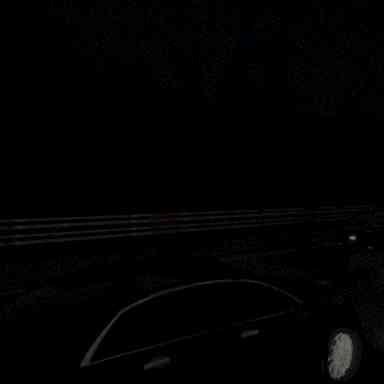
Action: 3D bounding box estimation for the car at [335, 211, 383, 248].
[{"bbox_3d":[7.931,1.541,13.692,5.008,1.535,1.882,0,0,-35],"label":"car"}]

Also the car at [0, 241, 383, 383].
[{"bbox_3d":[-0.002,1.515,3.741,4.892,1.490,1.837,0,0,-35],"label":"car"}]
